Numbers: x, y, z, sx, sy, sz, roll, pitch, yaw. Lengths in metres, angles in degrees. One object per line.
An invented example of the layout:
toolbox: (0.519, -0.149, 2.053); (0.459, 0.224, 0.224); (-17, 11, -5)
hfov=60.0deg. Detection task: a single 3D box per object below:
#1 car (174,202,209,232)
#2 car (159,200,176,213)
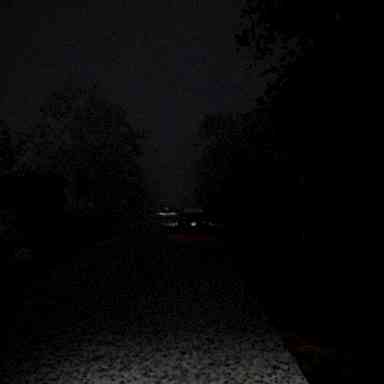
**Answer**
car: (0.073, 1.565, 20.371); (1.812, 1.442, 4.674); (0, 0, 0)
car: (-2.955, 1.777, 41.443); (2.128, 1.511, 4.902); (0, -1, 0)
